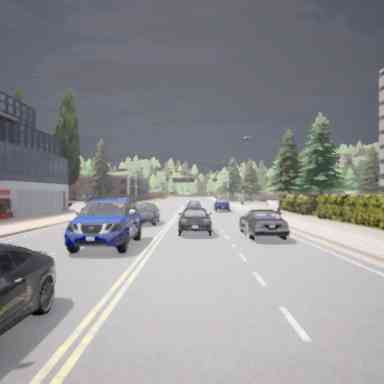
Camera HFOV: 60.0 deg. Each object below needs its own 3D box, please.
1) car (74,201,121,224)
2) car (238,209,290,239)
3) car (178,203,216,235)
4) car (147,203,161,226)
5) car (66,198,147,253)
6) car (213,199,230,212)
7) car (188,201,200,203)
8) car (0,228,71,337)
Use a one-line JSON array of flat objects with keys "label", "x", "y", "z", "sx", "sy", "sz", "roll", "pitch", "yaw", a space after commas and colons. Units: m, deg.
[{"label": "car", "x": -6.908, "y": 1.450, "z": 24.993, "sx": 2.033, "sy": 1.411, "sz": 5.357, "roll": 0, "pitch": 0, "yaw": 0}, {"label": "car", "x": 3.664, "y": 1.625, "z": 17.646, "sx": 2.033, "sy": 1.411, "sz": 5.357, "roll": 0, "pitch": 0, "yaw": 0}, {"label": "car", "x": 0.169, "y": 1.608, "z": 19.160, "sx": 1.812, "sy": 1.442, "sz": 4.674, "roll": 0, "pitch": 0, "yaw": 0}, {"label": "car", "x": -3.409, "y": 1.610, "z": 24.682, "sx": 1.837, "sy": 1.490, "sz": 4.892, "roll": 0, "pitch": 0, "yaw": 0}, {"label": "car", "x": -3.518, "y": 1.282, "z": 14.322, "sx": 2.150, "sy": 2.045, "sz": 5.566, "roll": 0, "pitch": 0, "yaw": 0}, {"label": "car", "x": 3.735, "y": 1.662, "z": 42.488, "sx": 1.882, "sy": 1.535, "sz": 5.008, "roll": 0, "pitch": 0, "yaw": 0}, {"label": "car", "x": 0.201, "y": 1.714, "z": 38.716, "sx": 2.033, "sy": 1.411, "sz": 5.357, "roll": 0, "pitch": 0, "yaw": 1}, {"label": "car", "x": -3.561, "y": 1.546, "z": 4.890, "sx": 1.812, "sy": 1.442, "sz": 4.674, "roll": 0, "pitch": 0, "yaw": -1}]
